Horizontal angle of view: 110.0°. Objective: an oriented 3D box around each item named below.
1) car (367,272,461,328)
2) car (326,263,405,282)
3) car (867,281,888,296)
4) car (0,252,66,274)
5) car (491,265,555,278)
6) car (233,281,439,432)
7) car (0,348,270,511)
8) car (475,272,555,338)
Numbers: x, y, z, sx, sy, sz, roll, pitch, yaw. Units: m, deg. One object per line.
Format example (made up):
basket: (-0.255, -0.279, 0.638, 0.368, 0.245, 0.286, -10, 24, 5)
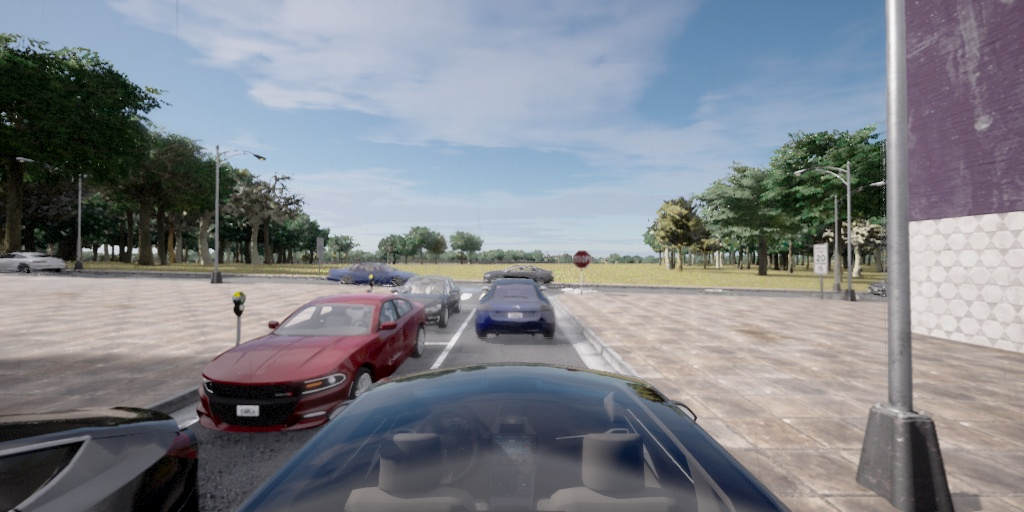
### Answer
car: (-2.656, 1.328, 11.366, 2.007, 1.370, 4.403, 0, 0, 0)
car: (-8.293, 1.146, 21.822, 5.357, 1.411, 2.033, 2, -1, 0)
car: (27.593, 2.164, 24.816, 4.892, 1.490, 1.837, 2, -1, 0)
car: (-33.799, 0.476, 24.736, 4.674, 1.442, 1.812, 1, -1, 0)
car: (0.477, 1.372, 24.784, 4.902, 1.511, 2.128, 2, -1, 0)
car: (-2.645, 1.307, 5.824, 1.888, 1.381, 4.507, 0, 0, 0)
car: (-2.634, 1.312, 0.284, 1.948, 1.339, 4.313, 0, 0, 0)
car: (0.076, 1.338, 10.261, 1.994, 1.385, 4.181, 0, 0, 0)
